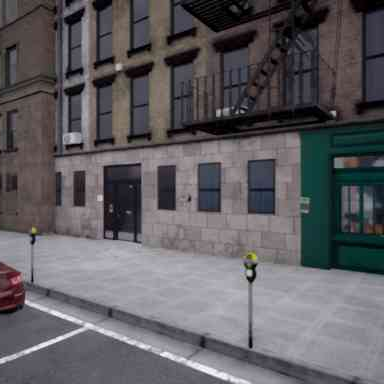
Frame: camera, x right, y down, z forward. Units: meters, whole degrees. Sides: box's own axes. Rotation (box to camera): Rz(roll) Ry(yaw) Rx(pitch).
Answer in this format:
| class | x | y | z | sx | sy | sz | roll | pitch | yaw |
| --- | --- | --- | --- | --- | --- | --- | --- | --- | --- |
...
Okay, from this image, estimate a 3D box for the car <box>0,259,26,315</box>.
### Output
| class | x | y | z | sx | sy | sz | roll | pitch | yaw |
| --- | --- | --- | --- | --- | --- | --- | --- | --- | --- |
| car | -4.742 | 1.582 | 6.231 | 4.206 | 1.307 | 1.802 | 0 | 0 | 36 |
